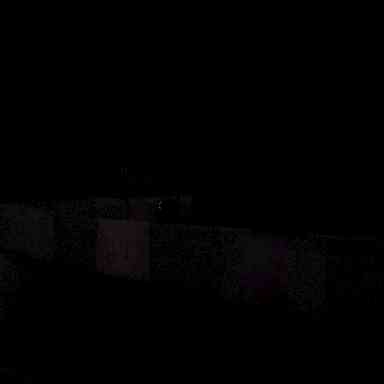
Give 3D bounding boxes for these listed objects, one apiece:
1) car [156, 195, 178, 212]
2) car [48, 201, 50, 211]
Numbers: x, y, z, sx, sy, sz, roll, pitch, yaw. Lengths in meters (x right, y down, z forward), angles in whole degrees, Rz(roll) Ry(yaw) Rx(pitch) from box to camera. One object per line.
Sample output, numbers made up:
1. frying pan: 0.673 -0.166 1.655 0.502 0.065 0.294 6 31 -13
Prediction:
1. car: -2.572 1.097 34.124 2.097 1.767 4.553 -3 -1 36
2. car: -10.199 1.381 23.748 1.882 1.535 5.008 -3 -1 36
